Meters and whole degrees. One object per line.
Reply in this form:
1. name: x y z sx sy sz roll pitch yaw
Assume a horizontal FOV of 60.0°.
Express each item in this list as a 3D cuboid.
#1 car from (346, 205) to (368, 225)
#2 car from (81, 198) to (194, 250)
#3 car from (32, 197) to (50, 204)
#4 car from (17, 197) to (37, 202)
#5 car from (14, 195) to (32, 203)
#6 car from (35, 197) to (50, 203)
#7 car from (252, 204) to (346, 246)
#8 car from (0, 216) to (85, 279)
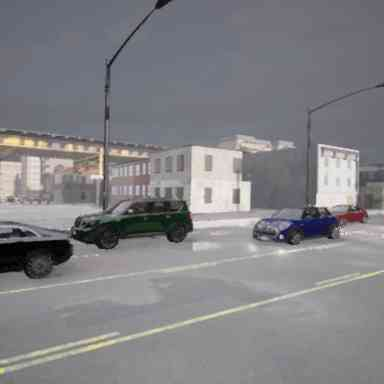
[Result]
1. car: 11.220 1.691 24.607 4.674 1.442 1.812 0 0 -35
2. car: -2.497 1.312 15.061 5.566 2.045 2.150 0 0 -35
3. car: -36.193 2.096 80.719 2.038 1.542 4.974 1 -1 -5
4. car: -39.968 1.877 80.701 4.536 1.218 1.853 1 -1 25
5. car: -39.924 2.035 80.677 4.974 1.542 2.038 1 -1 25
6. car: -36.195 1.939 80.773 1.853 1.218 4.536 1 -1 -5
7. car: 5.057 1.473 16.084 4.553 1.767 2.097 0 0 -35
8. car: -5.624 1.518 8.596 4.902 1.511 2.128 1 0 -35
